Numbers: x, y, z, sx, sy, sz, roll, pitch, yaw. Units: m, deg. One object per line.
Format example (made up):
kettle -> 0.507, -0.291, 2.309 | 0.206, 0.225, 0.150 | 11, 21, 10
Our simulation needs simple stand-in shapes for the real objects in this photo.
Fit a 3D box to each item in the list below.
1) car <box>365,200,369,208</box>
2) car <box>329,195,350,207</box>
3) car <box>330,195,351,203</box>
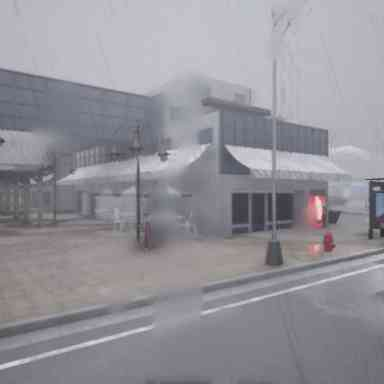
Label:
car -> 25.373, 1.433, 45.402 | 3.806, 1.475, 1.970 | 0, 0, -36
car -> 21.367, 1.354, 50.427 | 5.027, 1.636, 2.152 | 0, 0, -36
car -> 30.634, 1.502, 68.548 | 4.514, 1.523, 2.007 | 0, 0, -36
